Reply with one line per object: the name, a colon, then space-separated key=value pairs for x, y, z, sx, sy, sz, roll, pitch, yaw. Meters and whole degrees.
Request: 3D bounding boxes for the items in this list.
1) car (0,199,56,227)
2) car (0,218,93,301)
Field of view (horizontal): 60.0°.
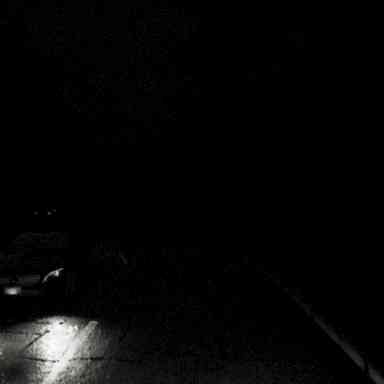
car: x=-12.004 y=1.517 z=22.612 sx=5.566 sy=2.045 sz=2.150 roll=0 pitch=-1 yaw=15
car: x=-3.729 y=1.634 z=8.600 sx=1.812 sy=1.442 sz=4.674 roll=1 pitch=-1 yaw=-8
